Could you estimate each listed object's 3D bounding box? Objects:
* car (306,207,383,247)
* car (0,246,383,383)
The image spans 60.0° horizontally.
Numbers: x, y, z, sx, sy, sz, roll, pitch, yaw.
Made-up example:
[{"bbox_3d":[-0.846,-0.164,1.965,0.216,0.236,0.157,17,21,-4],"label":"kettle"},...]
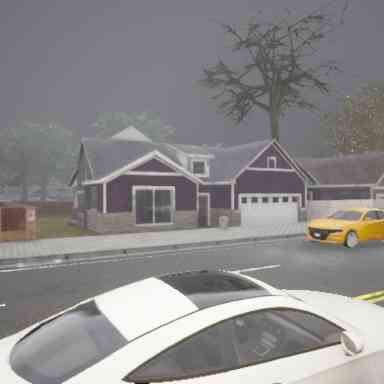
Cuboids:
[{"bbox_3d":[7.224,1.434,14.557,5.008,1.535,1.882,0,0,-29],"label":"car"},{"bbox_3d":[0.365,1.525,3.164,4.674,1.442,1.812,0,0,-29],"label":"car"}]
